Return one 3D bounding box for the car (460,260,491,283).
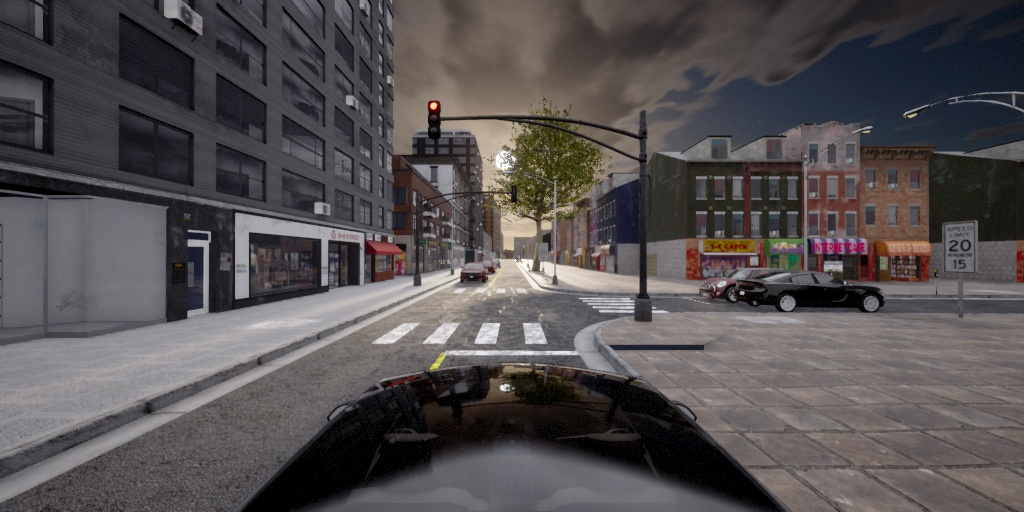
[{"bbox_3d":[-2.923,1.230,28.353,1.882,1.535,5.008,0,0,0],"label":"car"}]

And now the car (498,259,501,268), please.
[{"bbox_3d":[-2.936,1.267,62.356,2.128,1.511,4.902,0,0,0],"label":"car"}]

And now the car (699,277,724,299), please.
[{"bbox_3d":[10.878,1.262,16.492,4.097,1.591,1.967,0,0,0],"label":"car"}]

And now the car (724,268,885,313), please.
[{"bbox_3d":[11.366,1.296,13.859,5.008,1.535,1.882,0,0,0],"label":"car"}]

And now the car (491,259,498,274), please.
[{"bbox_3d":[-2.970,1.235,42.419,1.882,1.535,5.008,0,0,0],"label":"car"}]
